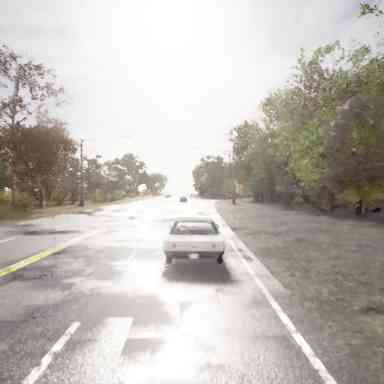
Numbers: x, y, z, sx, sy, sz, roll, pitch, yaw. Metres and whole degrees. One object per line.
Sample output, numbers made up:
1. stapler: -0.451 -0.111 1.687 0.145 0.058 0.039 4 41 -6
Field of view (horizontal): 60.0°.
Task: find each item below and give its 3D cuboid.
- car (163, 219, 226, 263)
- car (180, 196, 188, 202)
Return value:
1. car: 0.089 1.611 12.045 1.895 1.301 4.718 0 0 1
2. car: -1.937 1.610 75.952 2.033 1.411 5.357 0 0 -1
